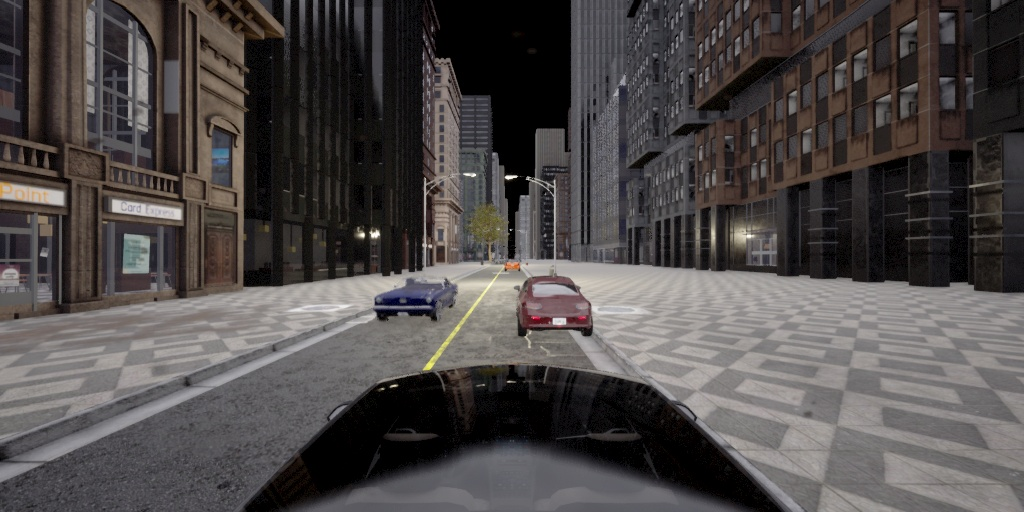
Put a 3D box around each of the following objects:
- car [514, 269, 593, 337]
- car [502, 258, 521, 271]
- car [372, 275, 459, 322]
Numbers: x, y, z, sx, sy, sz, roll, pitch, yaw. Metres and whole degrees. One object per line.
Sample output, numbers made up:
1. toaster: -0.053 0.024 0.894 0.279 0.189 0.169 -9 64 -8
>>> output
1. car: 1.047 1.278 10.219 1.812 1.442 4.674 0 0 0
2. car: 0.084 1.133 48.405 2.097 1.767 4.553 0 0 1
3. car: -3.104 1.353 12.419 1.895 1.301 4.718 0 0 0
